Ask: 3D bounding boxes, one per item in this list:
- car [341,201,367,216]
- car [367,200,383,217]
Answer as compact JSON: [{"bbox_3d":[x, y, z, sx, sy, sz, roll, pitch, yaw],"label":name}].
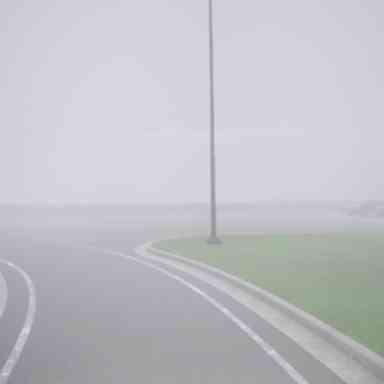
[{"bbox_3d":[17.177,1.522,31.886,5.357,1.411,2.033,-1,0,-5],"label":"car"},{"bbox_3d":[17.935,1.468,28.435,4.674,1.442,1.812,-1,0,-5],"label":"car"}]
